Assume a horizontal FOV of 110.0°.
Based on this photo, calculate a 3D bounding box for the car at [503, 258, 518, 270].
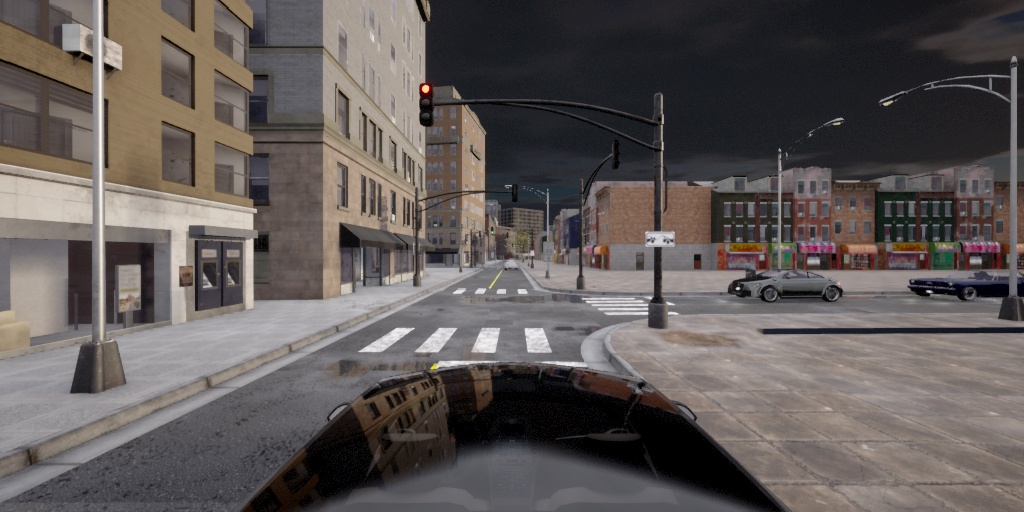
[{"bbox_3d":[-0.240,1.292,52.635,1.812,1.442,4.674,0,0,-5],"label":"car"}]

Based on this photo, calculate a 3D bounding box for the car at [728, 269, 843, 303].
[{"bbox_3d":[12.041,1.261,15.962,4.181,1.385,1.994,0,0,0],"label":"car"}]

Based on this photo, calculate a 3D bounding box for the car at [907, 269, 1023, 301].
[{"bbox_3d":[20.827,1.266,16.009,4.718,1.301,1.895,0,0,0],"label":"car"}]
